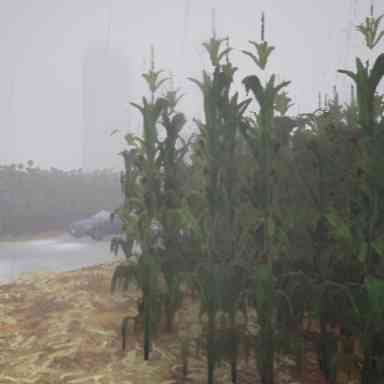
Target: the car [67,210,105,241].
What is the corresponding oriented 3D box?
[{"bbox_3d":[-4.287,1.627,17.700,1.812,1.442,4.674,-1,-1,36],"label":"car"}]
